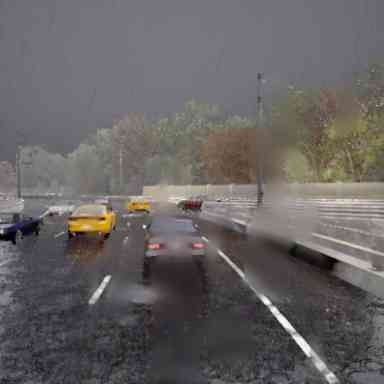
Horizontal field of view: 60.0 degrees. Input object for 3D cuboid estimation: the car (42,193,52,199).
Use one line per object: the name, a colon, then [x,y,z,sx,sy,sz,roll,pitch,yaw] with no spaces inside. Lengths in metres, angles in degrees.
car: [-36.328,1.035,82.186,4.674,1.442,1.812,0,0,41]

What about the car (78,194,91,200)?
car: [-20.418,1.143,64.051,1.837,1.490,4.892,1,0,-35]

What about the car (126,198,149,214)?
car: [-5.619,1.307,33.920,1.882,1.535,5.008,0,0,-18]

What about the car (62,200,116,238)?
car: [-5.084,1.397,17.339,1.882,1.535,5.008,0,0,-8]

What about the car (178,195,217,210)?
car: [0.582,1.106,34.230,4.553,1.767,2.097,0,0,44]

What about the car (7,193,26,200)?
car: [-41.058,0.910,77.025,4.553,1.767,2.097,0,0,41]

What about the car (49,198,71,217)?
car: [-11.758,1.469,30.292,1.895,1.301,4.718,0,0,-17]

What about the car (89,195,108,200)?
car: [-9.021,1.371,33.072,1.812,1.442,4.674,0,0,-18]

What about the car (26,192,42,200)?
car: [-38.682,0.888,79.595,4.553,1.767,2.097,0,0,41]

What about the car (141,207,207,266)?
car: [-0.698,1.486,11.354,2.033,1.411,5.357,0,0,-7]

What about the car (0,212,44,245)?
car: [-8.229,1.542,14.935,1.895,1.301,4.718,0,0,-8]
